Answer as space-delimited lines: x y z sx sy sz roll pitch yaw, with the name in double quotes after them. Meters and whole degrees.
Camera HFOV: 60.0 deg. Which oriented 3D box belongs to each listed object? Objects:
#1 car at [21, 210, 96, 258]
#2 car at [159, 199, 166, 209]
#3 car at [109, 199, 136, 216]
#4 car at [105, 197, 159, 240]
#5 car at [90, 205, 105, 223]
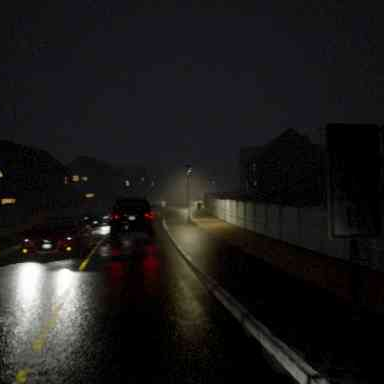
-5.317 1.695 13.462 1.994 1.385 4.181 -1 0 -9 "car"
-4.464 1.528 42.520 1.895 1.301 4.718 -1 1 1 "car"
-7.380 1.572 35.737 1.837 1.490 4.892 -1 1 -1 "car"
-3.115 1.294 17.922 2.150 2.045 5.566 -1 0 -8 "car"
-6.868 1.682 25.461 2.033 1.411 5.357 -1 0 -5 "car"
